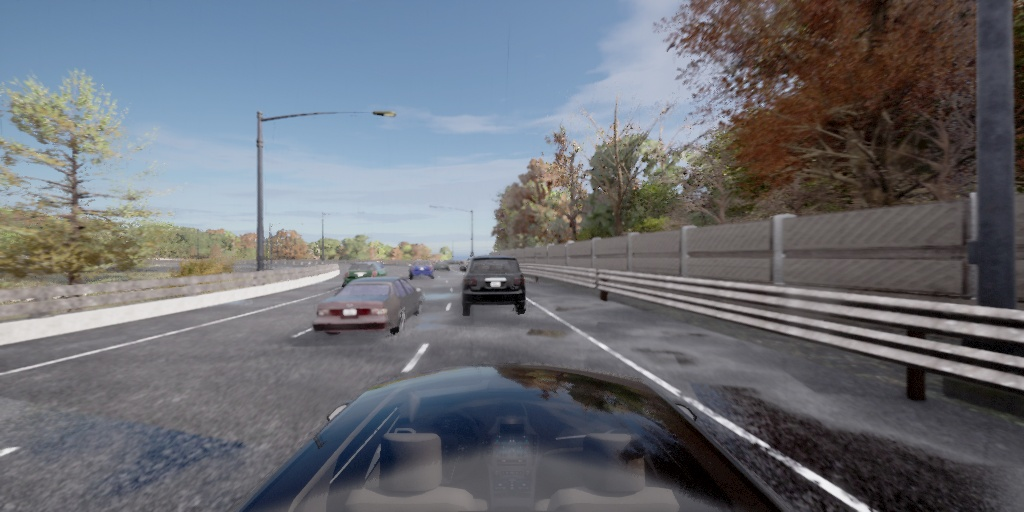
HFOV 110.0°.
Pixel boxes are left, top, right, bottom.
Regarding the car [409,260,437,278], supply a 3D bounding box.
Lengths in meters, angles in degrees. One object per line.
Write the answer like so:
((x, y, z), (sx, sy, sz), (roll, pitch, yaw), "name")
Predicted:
((-8.641, 1.175, 34.047), (2.097, 1.767, 4.553), (0, 0, -17), "car")

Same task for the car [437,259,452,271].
((-10.184, 1.410, 51.886), (1.994, 1.385, 4.181), (0, 0, -14), "car")

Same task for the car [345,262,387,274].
((-9.461, 1.171, 23.516), (2.097, 1.767, 4.553), (0, 0, -11), "car")

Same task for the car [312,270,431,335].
((-3.901, 1.326, 10.630), (2.033, 1.411, 5.357), (0, 0, -5), "car")

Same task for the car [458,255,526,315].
((-0.820, 0.986, 13.933), (2.150, 2.045, 5.566), (0, 0, -7), "car")
